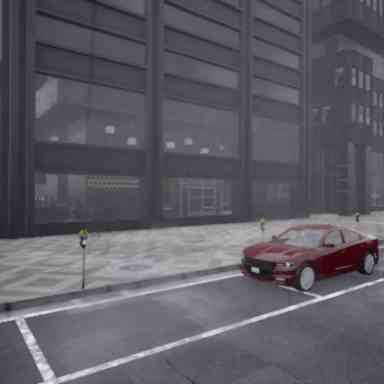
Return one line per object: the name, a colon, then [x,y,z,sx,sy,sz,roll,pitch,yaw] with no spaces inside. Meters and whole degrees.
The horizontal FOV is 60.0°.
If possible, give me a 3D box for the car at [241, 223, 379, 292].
car: [3.300,1.567,8.999,4.507,1.381,1.887,0,0,-35]
